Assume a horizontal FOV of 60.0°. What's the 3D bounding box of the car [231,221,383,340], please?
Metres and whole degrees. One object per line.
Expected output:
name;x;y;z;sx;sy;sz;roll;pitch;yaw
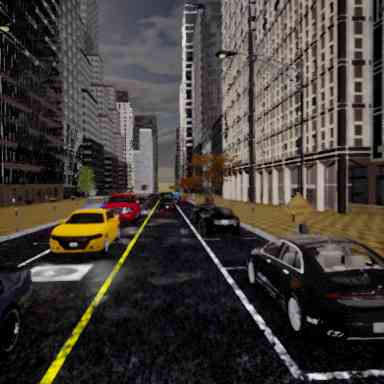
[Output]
car;2.265;1.480;6.420;2.008;1.369;4.403;-2;0;-5

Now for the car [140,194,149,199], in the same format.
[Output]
car;-12.786;1.188;89.865;2.008;1.369;4.403;-2;0;-5

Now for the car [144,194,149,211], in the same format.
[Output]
car;-5.965;1.336;38.133;1.837;1.490;4.892;-1;0;-4

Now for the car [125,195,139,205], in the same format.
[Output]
car;-10.107;1.320;56.222;1.887;1.381;4.507;-2;0;-5

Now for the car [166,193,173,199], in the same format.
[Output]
car;-6.374;1.053;92.507;1.837;1.490;4.892;-1;0;-5

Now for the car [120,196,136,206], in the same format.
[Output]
car;-9.648;1.326;50.445;1.752;1.417;4.829;-2;0;-5

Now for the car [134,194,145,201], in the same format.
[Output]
car;-11.446;1.248;73.043;1.887;1.381;4.507;-2;0;-5

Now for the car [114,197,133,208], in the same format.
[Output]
car;-9.214;1.376;45.007;2.008;1.369;4.403;-2;0;-5

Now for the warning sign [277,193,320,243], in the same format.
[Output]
warning sign;4.142;0.979;13.058;1.300;1.860;1.060;0;1;-5

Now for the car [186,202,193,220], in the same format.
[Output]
car;0.926;1.401;23.243;1.947;1.339;4.313;-2;0;-5

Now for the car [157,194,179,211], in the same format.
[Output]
car;-2.746;1.300;36.863;1.837;1.490;4.892;-1;0;-5

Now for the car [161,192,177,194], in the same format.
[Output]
car;-3.596;0.968;47.453;2.150;2.045;5.566;-1;1;-5

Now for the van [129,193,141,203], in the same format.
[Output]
van;-10.559;1.092;61.827;1.690;1.788;3.998;-2;0;-5

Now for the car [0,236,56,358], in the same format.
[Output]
car;-3.260;1.564;3.193;2.033;1.411;5.357;-1;0;-5

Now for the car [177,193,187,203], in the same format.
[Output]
car;-1.753;1.253;56.887;1.802;1.307;4.206;-2;0;-5

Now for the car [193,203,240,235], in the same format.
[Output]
car;1.372;1.432;17.636;1.947;1.339;4.313;-2;0;-5

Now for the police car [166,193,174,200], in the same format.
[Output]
police car;-5.591;1.010;82.648;1.930;1.638;5.238;-1;0;-5

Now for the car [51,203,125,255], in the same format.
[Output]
car;-4.086;1.436;13.383;1.882;1.535;5.008;-1;0;-5

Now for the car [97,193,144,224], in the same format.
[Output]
car;-4.904;1.123;23.715;2.150;2.045;5.566;-1;0;-4

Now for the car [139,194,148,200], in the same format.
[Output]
car;-12.339;1.209;84.259;2.008;1.369;4.403;-2;0;-5

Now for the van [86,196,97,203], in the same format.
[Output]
van;-7.880;1.250;28.184;1.690;1.788;3.998;-2;0;-5
